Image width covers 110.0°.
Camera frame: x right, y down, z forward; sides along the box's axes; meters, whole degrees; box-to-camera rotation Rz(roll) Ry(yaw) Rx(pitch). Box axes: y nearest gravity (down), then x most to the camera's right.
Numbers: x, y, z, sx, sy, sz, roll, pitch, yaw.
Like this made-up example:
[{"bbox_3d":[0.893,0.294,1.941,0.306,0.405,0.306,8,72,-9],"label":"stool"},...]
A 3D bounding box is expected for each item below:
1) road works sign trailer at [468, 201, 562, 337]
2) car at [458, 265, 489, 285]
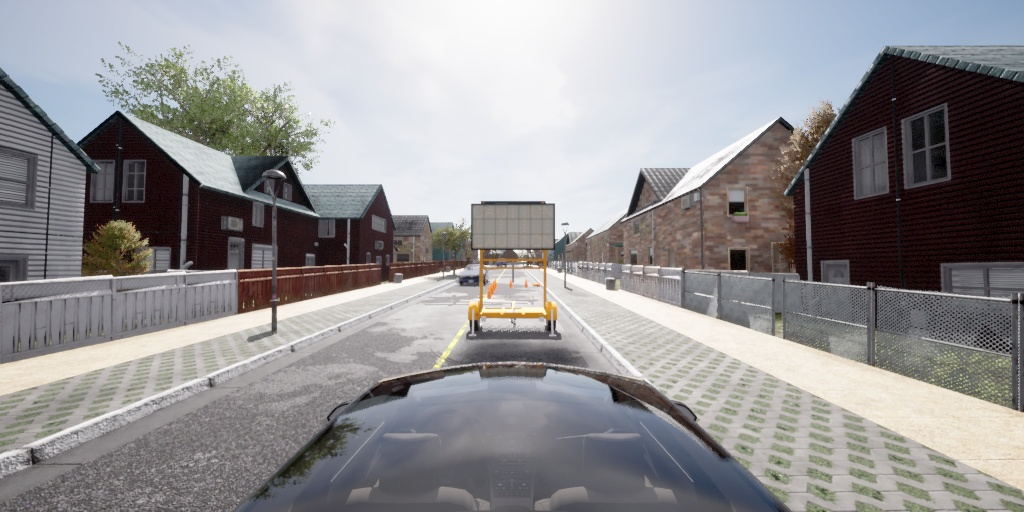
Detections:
[{"bbox_3d":[0.033,0.226,10.369,2.380,3.560,2.880,0,0,1],"label":"road works sign trailer"},{"bbox_3d":[-2.746,1.366,26.797,2.033,1.411,5.357,0,0,0],"label":"car"}]
